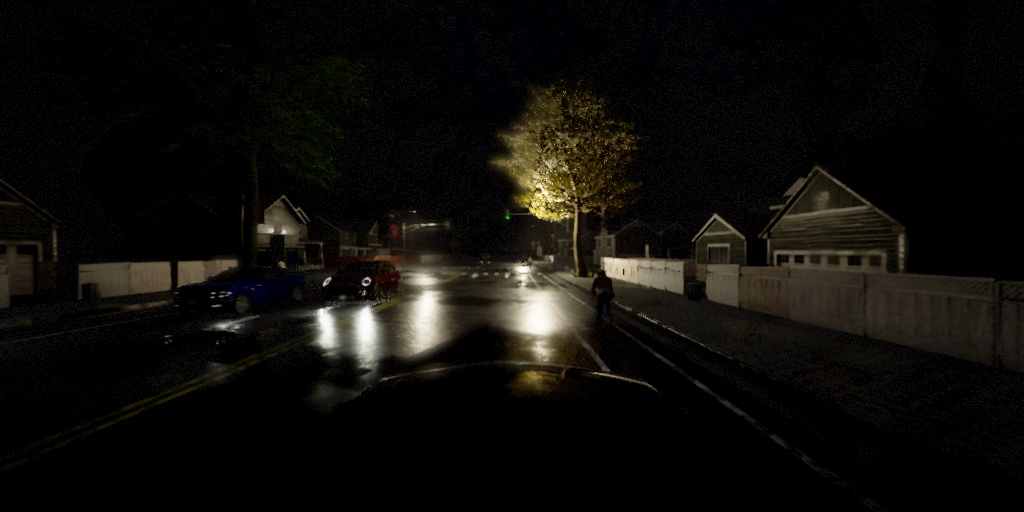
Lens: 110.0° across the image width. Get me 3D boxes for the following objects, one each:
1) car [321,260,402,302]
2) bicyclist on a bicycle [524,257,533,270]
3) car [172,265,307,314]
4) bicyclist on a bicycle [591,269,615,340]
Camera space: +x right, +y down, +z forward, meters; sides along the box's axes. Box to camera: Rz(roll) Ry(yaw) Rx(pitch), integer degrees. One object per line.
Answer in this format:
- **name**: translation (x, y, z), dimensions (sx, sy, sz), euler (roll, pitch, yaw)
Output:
- **car**: translation (-6.591, 1.000, 16.195), dimensions (2.097, 1.767, 4.553), euler (0, 0, 0)
- **bicyclist on a bicycle**: translation (2.248, 0.877, 44.602), dimensions (0.866, 1.612, 1.509), euler (0, 0, 0)
- **car**: translation (-9.846, 1.145, 13.477), dimensions (1.882, 1.535, 5.008), euler (0, 0, 0)
- **bicyclist on a bicycle**: translation (2.246, 1.153, 8.864), dimensions (0.582, 1.620, 1.656), euler (0, 0, 0)
